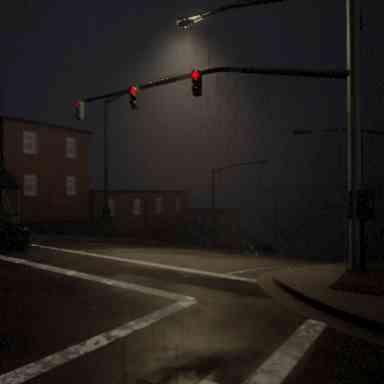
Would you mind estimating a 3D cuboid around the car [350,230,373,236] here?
[{"bbox_3d":[39.011,9.388,76.626,4.536,1.218,1.853,0,0,-1],"label":"car"}]

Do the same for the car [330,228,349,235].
[{"bbox_3d":[35.201,9.433,79.357,1.853,1.218,4.536,0,0,-11],"label":"car"}]

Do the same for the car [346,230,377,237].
[{"bbox_3d":[38.960,9.546,76.624,4.974,1.542,2.038,0,0,-1],"label":"car"}]

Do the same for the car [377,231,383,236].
[{"bbox_3d":[43.778,9.494,74.133,2.038,1.542,4.974,0,0,-26],"label":"car"}]

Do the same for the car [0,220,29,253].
[{"bbox_3d":[-8.197,1.585,11.977,1.994,1.385,4.181,0,0,36],"label":"car"}]

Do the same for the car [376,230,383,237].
[{"bbox_3d":[43.754,9.337,74.181,1.853,1.218,4.536,0,0,-26],"label":"car"}]

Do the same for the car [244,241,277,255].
[{"bbox_3d":[6.860,5.623,32.833,2.128,1.511,4.902,-1,-17,35],"label":"car"}]

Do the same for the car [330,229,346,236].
[{"bbox_3d":[35.212,9.590,79.305,2.038,1.542,4.974,0,0,-11],"label":"car"}]
